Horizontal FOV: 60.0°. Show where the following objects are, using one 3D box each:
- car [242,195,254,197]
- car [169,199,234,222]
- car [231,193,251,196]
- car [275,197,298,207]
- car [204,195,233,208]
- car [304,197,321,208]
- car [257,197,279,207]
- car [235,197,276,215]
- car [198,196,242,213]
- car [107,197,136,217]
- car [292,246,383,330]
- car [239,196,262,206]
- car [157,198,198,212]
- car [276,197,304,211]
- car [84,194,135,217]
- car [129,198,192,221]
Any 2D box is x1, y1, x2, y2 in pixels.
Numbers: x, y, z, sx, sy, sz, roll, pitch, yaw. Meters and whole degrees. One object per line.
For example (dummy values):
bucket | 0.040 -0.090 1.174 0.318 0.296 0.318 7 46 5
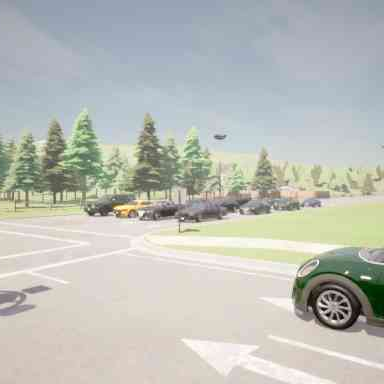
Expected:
car | 8.639 1.491 42.848 2.128 1.511 4.902 0 0 36
car | 0.884 1.547 26.366 2.033 1.411 5.357 0 0 36
car | 6.409 1.221 45.724 2.150 2.045 5.566 0 0 36
car | 14.533 1.526 50.841 1.812 1.442 4.674 0 0 37
car | 3.932 1.352 48.259 2.097 1.767 4.553 0 0 36
car | 17.707 1.526 49.244 1.812 1.442 4.674 0 0 37
car | 12.383 1.564 53.813 1.994 1.385 4.181 0 0 37
car | 6.564 1.526 34.090 1.812 1.442 4.674 0 0 36
car | 3.057 1.478 35.245 1.882 1.535 5.008 0 0 36
car | -4.893 1.478 30.324 1.882 1.535 5.008 0 0 36
car | 4.032 1.352 5.414 4.553 1.767 2.097 0 0 35
car | 9.971 1.478 56.435 1.882 1.535 5.008 0 0 37
car | -1.706 1.547 40.585 2.033 1.411 5.357 0 0 36
car | 11.794 1.352 41.227 2.097 1.767 4.553 0 0 36
car | -7.726 1.221 32.379 2.150 2.045 5.566 0 0 36
car | -2.504 1.491 27.666 2.128 1.511 4.902 0 0 36
